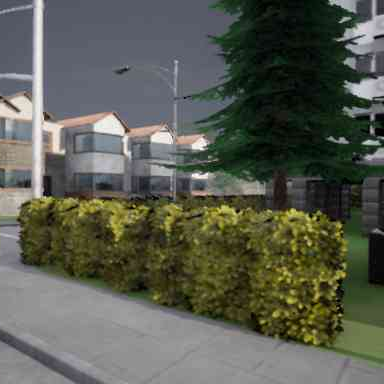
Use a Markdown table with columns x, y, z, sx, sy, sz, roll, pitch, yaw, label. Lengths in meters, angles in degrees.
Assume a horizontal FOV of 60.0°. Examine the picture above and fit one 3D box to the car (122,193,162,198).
| x | y | z | sx | sy | sz | roll | pitch | yaw | label |
| --- | --- | --- | --- | --- | --- | --- | --- | --- | --- |
| -4.361 | 1.117 | 25.668 | 2.150 | 2.045 | 5.566 | 1 | 1 | 35 | car |
